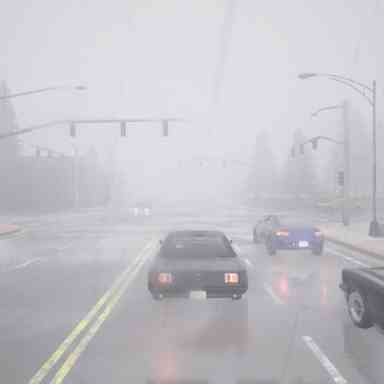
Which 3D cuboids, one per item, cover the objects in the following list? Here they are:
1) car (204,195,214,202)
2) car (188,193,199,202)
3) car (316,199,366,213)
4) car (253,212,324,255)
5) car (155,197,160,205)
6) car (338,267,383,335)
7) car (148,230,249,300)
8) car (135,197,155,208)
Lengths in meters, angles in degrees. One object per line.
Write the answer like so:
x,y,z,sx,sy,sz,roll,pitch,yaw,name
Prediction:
3.840,1.355,74.996,2.097,1.767,4.553,0,0,0,car
0.336,1.225,74.891,2.150,2.045,5.566,0,0,0,car
16.084,1.478,36.090,5.008,1.535,1.882,0,0,0,car
3.638,1.526,13.111,1.812,1.442,4.674,0,0,0,car
-6.822,1.564,58.417,1.994,1.385,4.181,0,0,0,car
3.614,1.601,4.008,1.895,1.301,4.718,0,0,0,car
0.100,1.601,8.320,1.895,1.301,4.718,0,0,0,car
-6.887,1.526,47.408,1.812,1.442,4.674,0,0,0,car
